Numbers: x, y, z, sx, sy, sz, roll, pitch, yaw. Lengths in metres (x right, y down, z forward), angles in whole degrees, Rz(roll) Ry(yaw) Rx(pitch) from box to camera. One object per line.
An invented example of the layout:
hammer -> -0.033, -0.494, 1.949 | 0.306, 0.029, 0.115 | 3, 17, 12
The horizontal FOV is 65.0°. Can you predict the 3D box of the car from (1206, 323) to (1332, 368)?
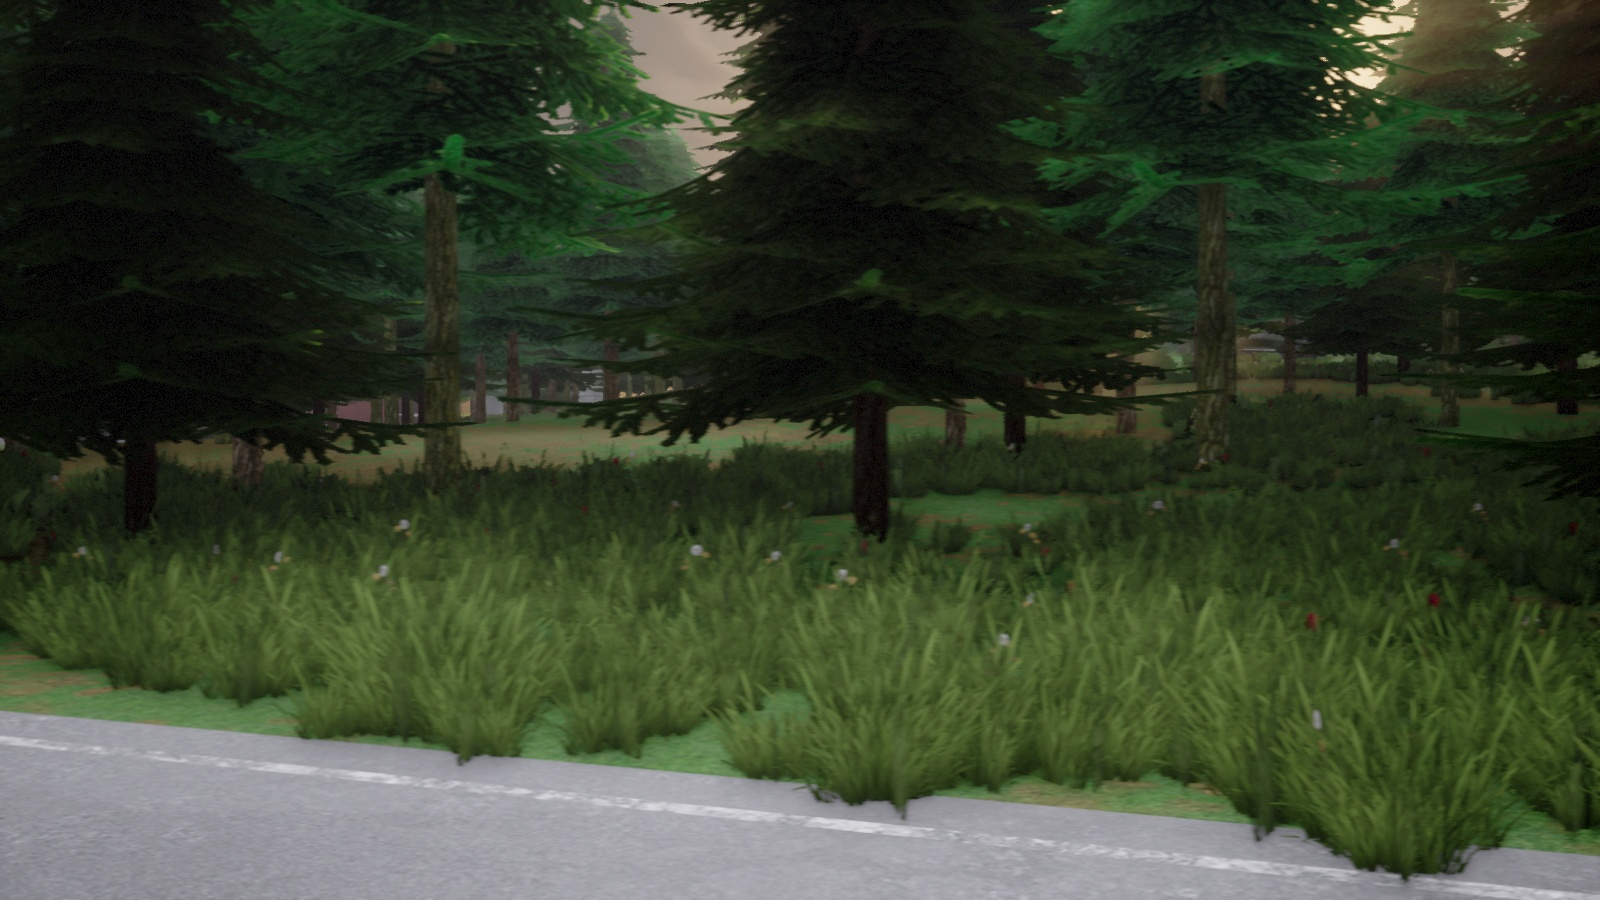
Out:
car -> 24.045, -5.401, 64.582 | 2.150, 2.045, 5.566 | -1, 6, -43
